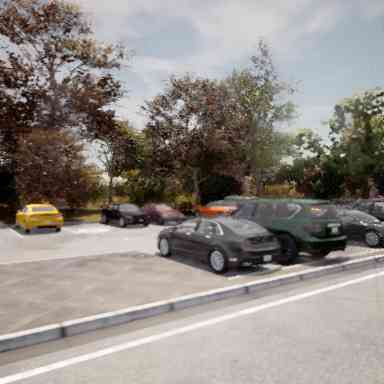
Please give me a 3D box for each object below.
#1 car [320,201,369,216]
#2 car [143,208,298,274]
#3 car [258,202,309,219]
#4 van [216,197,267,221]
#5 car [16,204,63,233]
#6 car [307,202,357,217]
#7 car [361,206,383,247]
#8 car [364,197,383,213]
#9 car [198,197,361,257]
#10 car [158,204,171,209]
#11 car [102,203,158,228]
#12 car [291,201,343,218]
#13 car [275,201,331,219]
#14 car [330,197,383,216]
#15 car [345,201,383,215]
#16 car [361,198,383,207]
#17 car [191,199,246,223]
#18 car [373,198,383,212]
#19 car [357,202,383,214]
[{"bbox_3d":[17.972,1.920,39.373,2.163,1.488,4.792,1,-1,-36],"label":"car"},{"bbox_3d":[0.633,1.506,10.882,2.231,1.521,4.892,1,0,-35],"label":"car"},{"bbox_3d":[8.928,1.775,32.868,2.002,1.452,4.674,1,-1,-36],"label":"car"},{"bbox_3d":[4.328,1.431,29.728,1.878,1.987,4.442,1,-1,-35],"label":"van"},{"bbox_3d":[-9.206,1.483,19.933,2.097,1.535,5.008,0,0,-35],"label":"car"},{"bbox_3d":[15.741,1.881,37.706,2.163,1.488,4.792,1,-1,-36],"label":"car"},{"bbox_3d":[7.471,1.588,15.769,2.231,1.521,4.892,1,-1,-35],"label":"car"},{"bbox_3d":[27.068,1.813,45.807,2.435,2.045,5.566,1,-1,-36],"label":"car"},{"bbox_3d":[2.897,1.278,12.536,2.435,2.045,5.566,1,0,-35],"label":"car"},{"bbox_3d":[-2.405,1.596,24.786,2.002,1.452,4.674,1,0,-35],"label":"car"},{"bbox_3d":[-4.676,1.528,23.172,2.097,1.535,5.008,1,0,-35],"label":"car"},{"bbox_3d":[13.462,1.812,36.106,2.097,1.535,5.008,1,-1,-36],"label":"car"},{"bbox_3d":[11.300,1.771,34.339,1.946,1.575,5.366,1,-1,-36],"label":"car"},{"bbox_3d":[20.272,1.680,40.948,2.435,2.045,5.566,1,-1,-36],"label":"car"},{"bbox_3d":[22.522,1.975,42.585,2.097,1.535,5.008,1,-1,-36],"label":"car"},{"bbox_3d":[9.745,1.371,17.417,2.435,2.045,5.566,1,-1,-35],"label":"car"},{"bbox_3d":[2.149,1.495,27.993,2.185,1.767,4.553,1,-1,-36],"label":"car"},{"bbox_3d":[29.232,1.859,47.356,2.435,2.045,5.566,1,-1,-36],"label":"car"},{"bbox_3d":[24.684,2.056,44.135,2.002,1.452,4.674,1,-1,-36],"label":"car"}]
